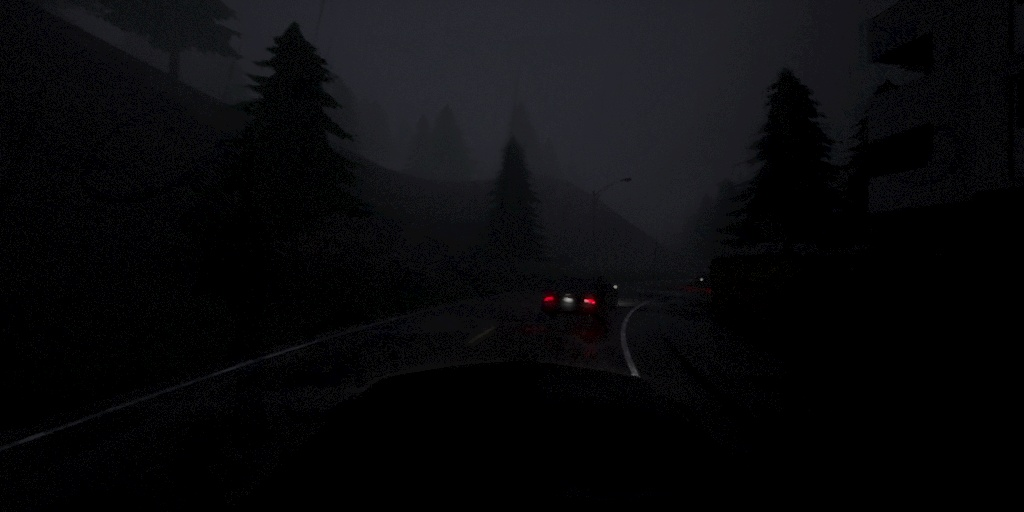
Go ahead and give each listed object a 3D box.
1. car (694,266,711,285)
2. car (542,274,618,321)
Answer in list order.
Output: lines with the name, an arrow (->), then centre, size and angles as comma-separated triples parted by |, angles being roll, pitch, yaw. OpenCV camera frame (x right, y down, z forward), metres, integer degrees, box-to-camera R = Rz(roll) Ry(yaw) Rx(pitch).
car -> 15.696, 1.491, 27.262 | 4.674, 1.442, 1.812 | 0, 0, -33
car -> 2.623, 1.367, 12.878 | 2.033, 1.411, 5.357 | 0, 0, 22
